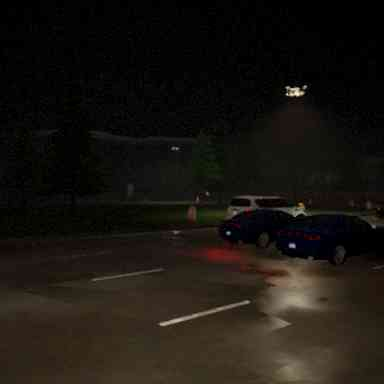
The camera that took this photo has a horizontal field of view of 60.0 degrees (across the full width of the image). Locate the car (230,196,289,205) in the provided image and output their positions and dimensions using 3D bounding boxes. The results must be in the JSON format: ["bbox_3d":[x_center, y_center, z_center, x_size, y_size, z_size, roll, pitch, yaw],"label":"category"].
[{"bbox_3d":[4.607,1.260,20.113,5.566,2.045,2.150,0,0,-35],"label":"car"}]

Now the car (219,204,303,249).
[{"bbox_3d":[3.490,1.506,14.850,5.008,1.535,1.882,0,0,-35],"label":"car"}]

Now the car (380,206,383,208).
[{"bbox_3d":[18.440,1.645,29.844,4.181,1.385,1.994,0,0,-35],"label":"car"}]

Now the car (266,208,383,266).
[{"bbox_3d":[5.125,1.505,11.720,5.008,1.535,1.882,0,0,-35],"label":"car"}]
